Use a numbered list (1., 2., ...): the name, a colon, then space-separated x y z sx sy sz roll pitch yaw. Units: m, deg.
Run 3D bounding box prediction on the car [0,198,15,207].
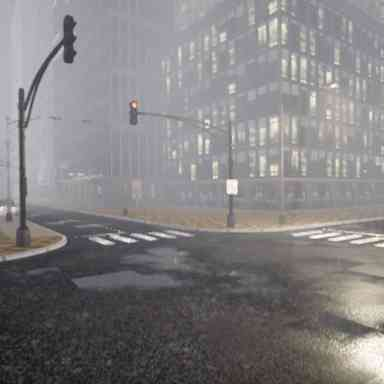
1. car: -27.834 1.550 49.847 1.895 1.301 4.718 -1 0 -35
